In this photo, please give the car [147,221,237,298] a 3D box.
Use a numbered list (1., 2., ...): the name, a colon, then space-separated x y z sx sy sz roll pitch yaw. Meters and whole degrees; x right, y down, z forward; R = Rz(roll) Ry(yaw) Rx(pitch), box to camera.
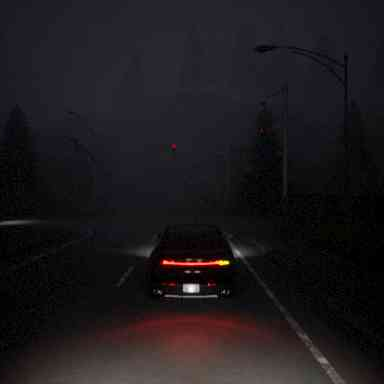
1. car: 0.028 1.504 8.477 1.837 1.490 4.892 0 0 1
